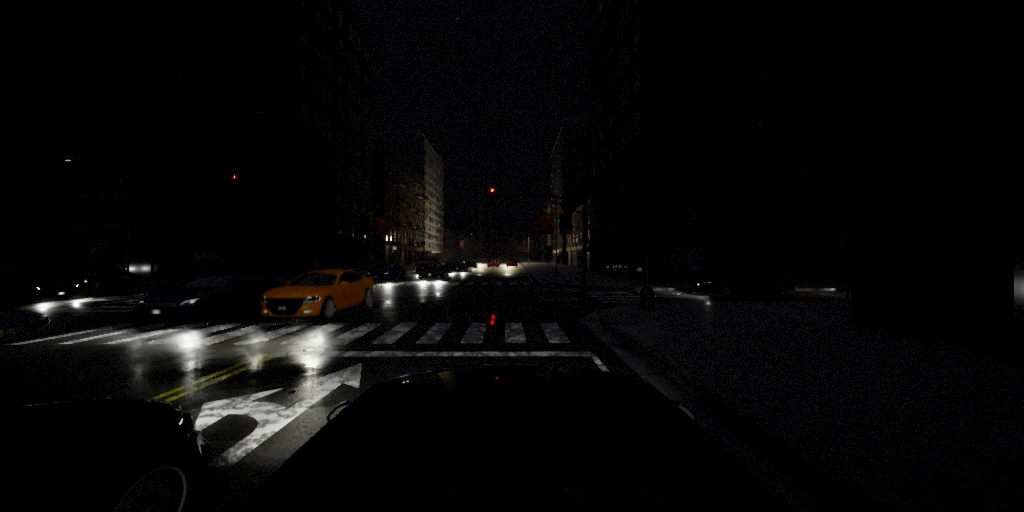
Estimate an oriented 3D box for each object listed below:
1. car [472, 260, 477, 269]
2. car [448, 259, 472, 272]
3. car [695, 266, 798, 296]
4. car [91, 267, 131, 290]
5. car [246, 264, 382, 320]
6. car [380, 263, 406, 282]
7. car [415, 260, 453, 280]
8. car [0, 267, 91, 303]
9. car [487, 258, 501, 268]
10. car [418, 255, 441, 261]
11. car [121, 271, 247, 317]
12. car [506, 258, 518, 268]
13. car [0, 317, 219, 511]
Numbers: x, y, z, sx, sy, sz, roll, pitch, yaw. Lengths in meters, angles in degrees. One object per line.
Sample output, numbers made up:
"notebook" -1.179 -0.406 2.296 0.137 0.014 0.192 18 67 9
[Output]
"car" -6.595 1.289 57.202 2.033 1.411 5.357 0 0 0
"car" -6.611 1.310 45.027 1.994 1.385 4.181 0 0 0
"car" 12.452 1.294 19.242 4.892 1.490 1.837 0 0 2
"car" -25.380 1.330 21.622 4.313 1.339 1.948 0 0 0
"car" -6.599 1.222 12.780 1.882 1.535 5.008 0 0 0
"car" -9.970 1.275 28.909 1.812 1.442 4.674 0 0 3
"car" -6.609 1.312 30.750 1.994 1.385 4.181 0 0 0
"car" -22.901 1.291 16.125 5.357 1.411 2.033 0 0 0
"car" -3.268 1.341 62.641 1.895 1.301 4.718 0 0 0
"car" -9.850 0.963 42.867 2.150 2.045 5.566 0 1 1
"car" -9.852 1.266 12.254 1.812 1.442 4.674 0 0 0
"car" -0.018 1.245 62.195 1.837 1.490 4.892 0 0 0
"car" -3.244 1.276 0.782 1.812 1.442 4.674 0 0 0
